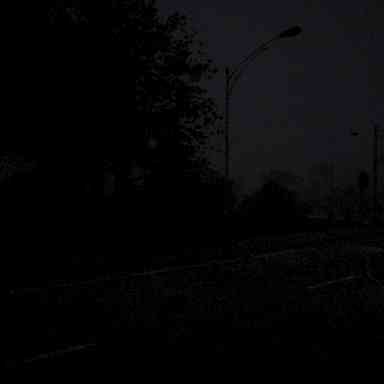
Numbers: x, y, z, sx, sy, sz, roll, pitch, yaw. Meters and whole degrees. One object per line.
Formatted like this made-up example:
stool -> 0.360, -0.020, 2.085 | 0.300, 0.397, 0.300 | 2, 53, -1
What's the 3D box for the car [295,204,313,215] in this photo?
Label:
car -> 10.937, 1.922, 36.857 | 1.895, 1.301, 4.718 | 1, 0, -32
